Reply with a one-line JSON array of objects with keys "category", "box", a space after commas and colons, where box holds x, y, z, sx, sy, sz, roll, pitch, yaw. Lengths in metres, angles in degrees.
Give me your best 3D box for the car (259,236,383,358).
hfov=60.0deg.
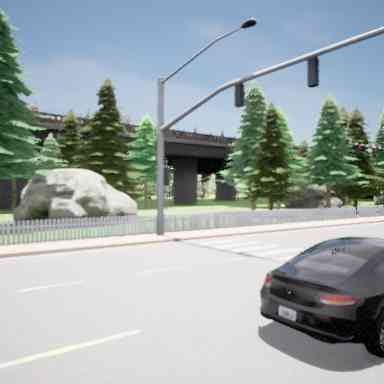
[{"category": "car", "box": [3.238, 1.543, 5.978, 4.674, 1.442, 1.812, 0, 0, -34]}]
